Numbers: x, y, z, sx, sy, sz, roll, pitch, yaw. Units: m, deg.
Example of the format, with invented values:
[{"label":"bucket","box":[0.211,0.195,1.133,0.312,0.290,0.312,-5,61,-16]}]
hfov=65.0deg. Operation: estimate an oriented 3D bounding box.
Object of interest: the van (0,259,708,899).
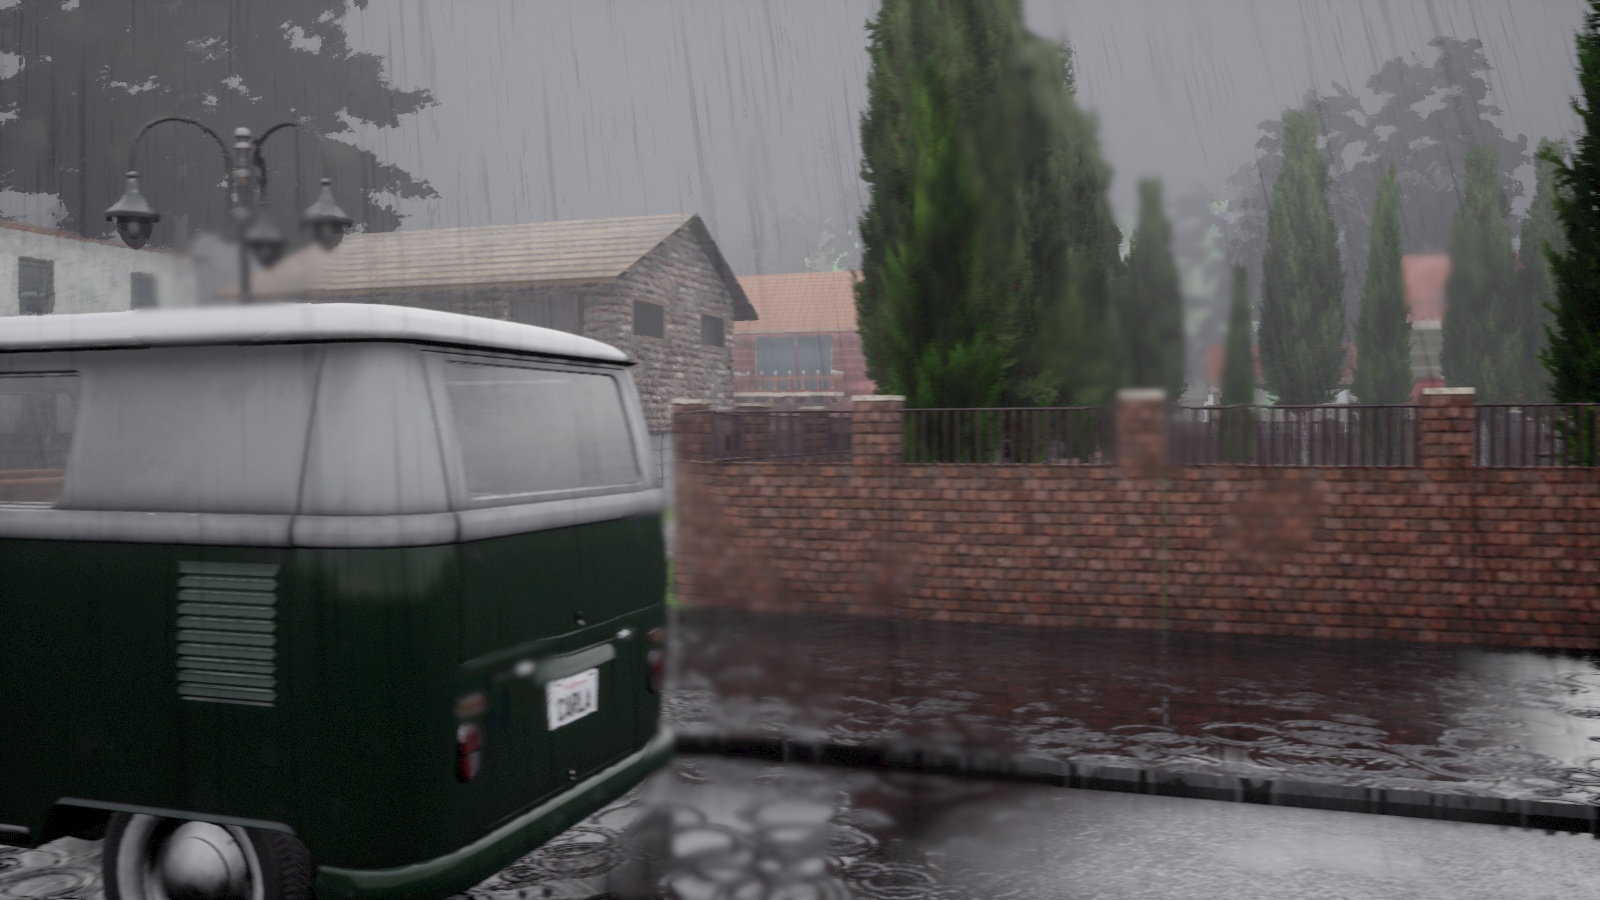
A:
[{"label":"van","box":[-2.739,0.495,4.639,4.442,1.987,1.775,1,1,19]}]
